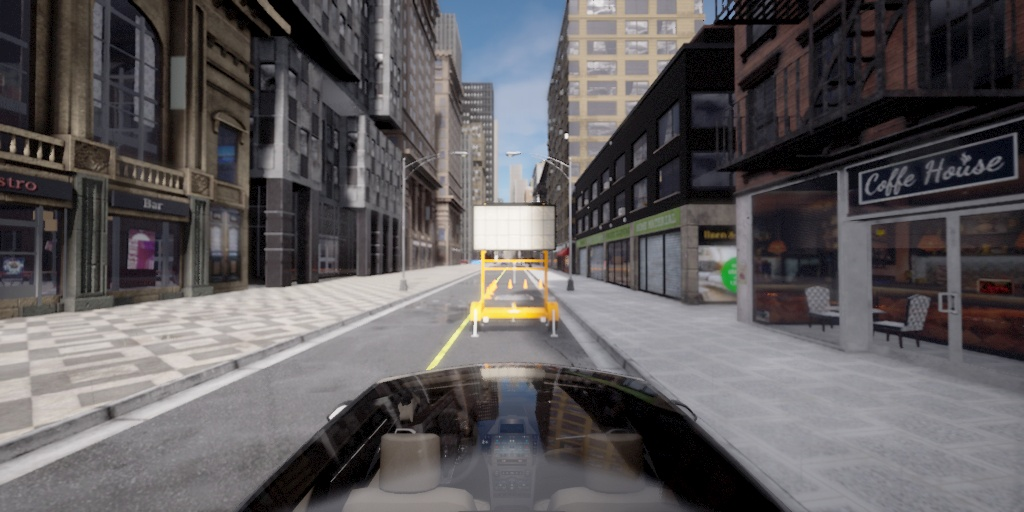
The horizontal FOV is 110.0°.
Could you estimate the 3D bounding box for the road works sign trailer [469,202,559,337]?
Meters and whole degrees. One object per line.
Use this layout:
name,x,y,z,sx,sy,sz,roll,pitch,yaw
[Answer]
road works sign trailer,0.075,0.254,10.448,2.380,3.560,2.880,0,0,0
